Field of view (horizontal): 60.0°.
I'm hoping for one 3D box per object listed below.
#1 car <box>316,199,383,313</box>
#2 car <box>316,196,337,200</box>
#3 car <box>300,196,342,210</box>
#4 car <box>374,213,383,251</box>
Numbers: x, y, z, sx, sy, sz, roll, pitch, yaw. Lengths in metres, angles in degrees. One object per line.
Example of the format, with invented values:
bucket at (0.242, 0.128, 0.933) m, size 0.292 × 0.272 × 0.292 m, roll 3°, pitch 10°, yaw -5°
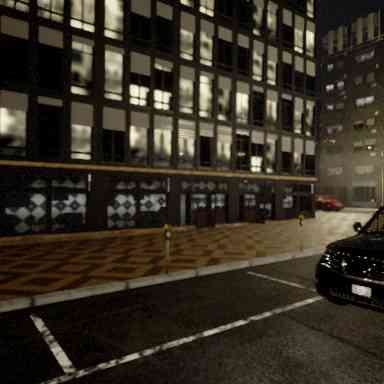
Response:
car at (4.957, 1.215, 6.917) m, size 5.566 × 2.045 × 2.150 m, roll 0°, pitch 0°, yaw -35°
car at (14.078, 1.312, 36.868) m, size 2.192 × 1.841 × 5.009 m, roll 0°, pitch 0°, yaw -35°
car at (17.833, 1.423, 46.202) m, size 2.192 × 1.841 × 5.009 m, roll 0°, pitch 0°, yaw -35°
car at (9.382, 1.539, 13.292) m, size 4.403 × 1.369 × 2.008 m, roll 0°, pitch 1°, yaw -36°
